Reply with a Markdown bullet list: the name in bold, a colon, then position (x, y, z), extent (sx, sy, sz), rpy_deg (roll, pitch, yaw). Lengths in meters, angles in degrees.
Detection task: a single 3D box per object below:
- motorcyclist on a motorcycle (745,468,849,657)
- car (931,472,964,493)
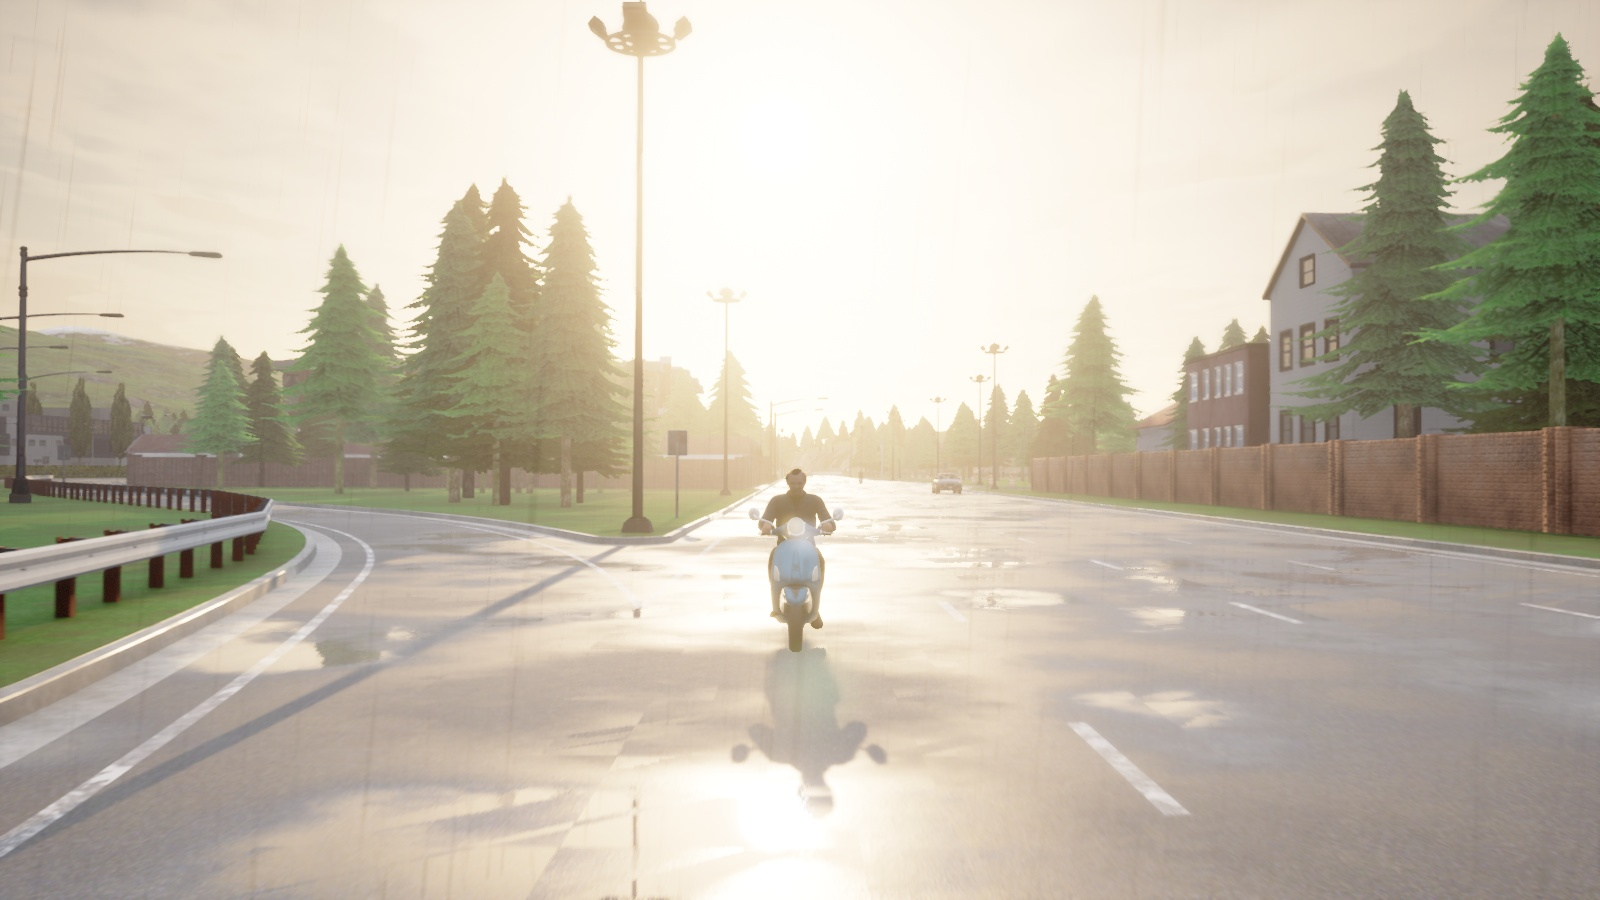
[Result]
- **motorcyclist on a motorcycle**: position (-0.029, 0.963, 11.523), extent (0.866, 1.590, 1.817), rpy_deg (0, -1, 0)
- **car**: position (10.432, 2.288, 88.817), extent (1.816, 1.474, 4.193), rpy_deg (0, -1, 0)
